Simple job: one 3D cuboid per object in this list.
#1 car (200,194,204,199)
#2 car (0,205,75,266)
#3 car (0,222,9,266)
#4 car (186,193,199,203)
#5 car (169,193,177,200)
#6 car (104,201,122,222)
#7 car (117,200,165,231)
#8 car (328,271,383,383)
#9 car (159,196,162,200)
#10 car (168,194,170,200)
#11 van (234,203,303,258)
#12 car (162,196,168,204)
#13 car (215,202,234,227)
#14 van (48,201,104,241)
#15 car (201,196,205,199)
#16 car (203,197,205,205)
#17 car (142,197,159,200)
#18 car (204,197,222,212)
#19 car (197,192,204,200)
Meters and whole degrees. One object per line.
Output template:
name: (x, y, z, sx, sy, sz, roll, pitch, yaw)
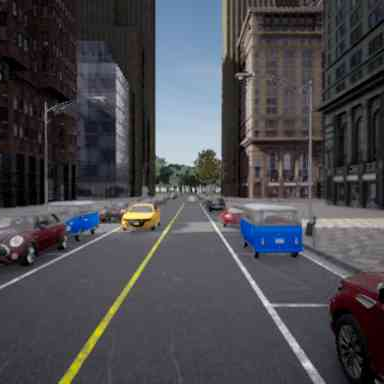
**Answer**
car: (2.766, 1.482, 58.709, 1.752, 1.417, 4.829, -1, 0, 0)
car: (-5.771, 1.438, 11.261, 1.967, 1.590, 4.097, -1, 0, 0)
car: (-5.771, 1.544, 6.376, 1.887, 1.381, 4.507, -1, 0, 0)
car: (0.014, 1.472, 65.322, 1.812, 1.442, 4.674, 0, 0, 0)
car: (-5.751, 1.454, 90.716, 1.802, 1.307, 4.206, -1, 0, 0)
car: (-5.768, 1.433, 26.099, 1.967, 1.590, 4.097, -1, 0, 0)
car: (-3.035, 1.472, 20.781, 1.882, 1.535, 5.008, 0, 0, 1)
car: (2.776, 1.315, 2.281, 2.192, 1.841, 5.009, -1, 0, 0)
car: (-5.761, 1.557, 47.611, 1.802, 1.307, 4.206, -1, 0, 0)
car: (-5.758, 1.512, 63.746, 1.947, 1.339, 4.313, -1, 0, 0)
van: (2.790, 1.339, 12.457, 1.690, 1.788, 3.998, -1, 0, 0)
car: (-5.759, 1.509, 58.367, 2.008, 1.369, 4.403, -1, 0, 0)
car: (2.758, 1.576, 22.120, 1.802, 1.307, 4.206, -1, 0, 0)
van: (-5.771, 1.338, 16.148, 1.690, 1.788, 3.998, -1, 0, 0)
car: (2.764, 1.525, 48.133, 2.008, 1.369, 4.403, -1, 0, 0)
car: (2.763, 1.546, 42.931, 1.947, 1.339, 4.313, -1, 0, 0)
car: (-5.763, 1.526, 42.234, 1.887, 1.381, 4.507, -1, 0, 0)
car: (2.762, 1.552, 37.728, 1.947, 1.339, 4.313, -1, 0, 0)
car: (2.774, 1.397, 90.892, 1.752, 1.417, 4.829, -1, 0, 0)
